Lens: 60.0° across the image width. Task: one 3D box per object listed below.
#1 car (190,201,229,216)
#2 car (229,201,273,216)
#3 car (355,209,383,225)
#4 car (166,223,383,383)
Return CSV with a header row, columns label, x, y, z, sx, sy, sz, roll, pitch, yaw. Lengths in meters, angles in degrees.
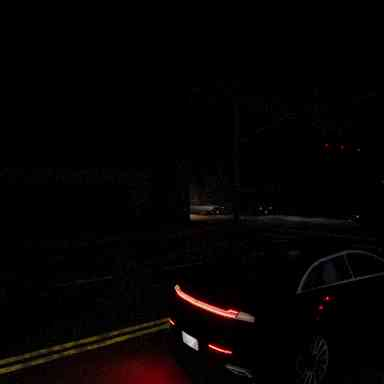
label,x,y,z,sx,sy,sz,roll,pitch,yaw
car,1.094,1.601,33.195,1.895,1.301,4.718,0,0,-37
car,5.635,1.601,32.963,1.895,1.301,4.718,0,0,-37
car,12.196,1.547,18.781,2.033,1.411,5.357,0,0,-40
car,1.954,1.492,5.223,4.902,1.511,2.128,0,0,-35
